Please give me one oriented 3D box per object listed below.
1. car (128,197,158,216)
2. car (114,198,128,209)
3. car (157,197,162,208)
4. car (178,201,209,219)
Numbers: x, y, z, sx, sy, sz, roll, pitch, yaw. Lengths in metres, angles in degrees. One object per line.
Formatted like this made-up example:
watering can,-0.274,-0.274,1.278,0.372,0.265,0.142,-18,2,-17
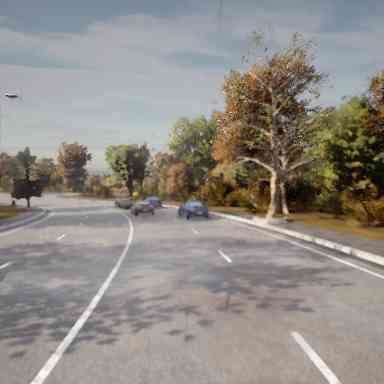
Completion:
car,-4.885,1.510,32.734,1.812,1.442,4.674,-1,0,-16
car,-9.477,1.515,45.635,2.128,1.511,4.902,-2,0,-23
car,-5.453,1.401,45.048,1.882,1.535,5.008,-2,1,-21
car,0.060,1.441,27.783,1.812,1.442,4.674,-1,0,-14
